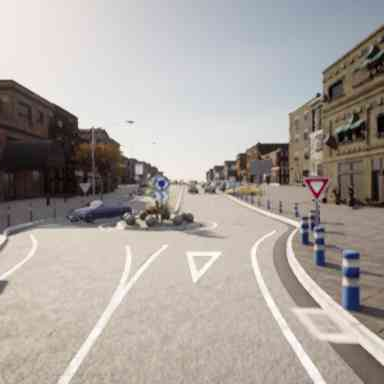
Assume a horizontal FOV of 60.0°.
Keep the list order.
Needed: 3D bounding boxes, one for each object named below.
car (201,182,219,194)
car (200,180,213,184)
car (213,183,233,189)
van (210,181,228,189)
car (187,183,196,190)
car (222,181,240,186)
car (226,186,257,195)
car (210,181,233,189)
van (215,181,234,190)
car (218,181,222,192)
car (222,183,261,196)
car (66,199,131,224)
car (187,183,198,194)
[{"bbox_3d":[3.167,-0.535,59.566,2.128,1.511,4.902,-1,3,-1],"label":"car"},{"bbox_3d":[2.914,-1.287,73.686,1.837,1.490,4.892,-1,2,-1],"label":"car"},{"bbox_3d":[7.440,-1.405,80.833,4.674,1.452,2.002,-1,2,-1],"label":"car"},{"bbox_3d":[7.179,-1.944,89.087,4.442,1.987,1.878,-1,2,-1],"label":"van"},{"bbox_3d":[-0.086,-1.256,73.637,1.837,1.490,4.892,-1,2,-1],"label":"car"},{"bbox_3d":[7.819,-0.556,56.047,4.553,1.767,2.185,-1,3,-1],"label":"car"},{"bbox_3d":[7.903,-0.260,53.303,4.674,1.452,2.002,-1,3,-1],"label":"car"},{"bbox_3d":[7.359,-1.791,83.580,5.566,2.045,2.435,-1,2,-1],"label":"car"},{"bbox_3d":[7.598,-1.570,77.951,4.442,1.987,1.878,-1,2,-1],"label":"van"},{"bbox_3d":[7.709,-0.801,64.311,5.008,1.535,2.097,-1,2,-1],"label":"car"},{"bbox_3d":[7.759,-0.167,50.544,5.366,1.575,1.946,-1,3,-1],"label":"car"},{"bbox_3d":[-6.059,1.217,22.100,1.812,1.442,4.674,0,1,34],"label":"car"},{"bbox_3d":[0.170,-0.387,59.313,1.895,1.301,4.718,-1,3,-1],"label":"car"}]
